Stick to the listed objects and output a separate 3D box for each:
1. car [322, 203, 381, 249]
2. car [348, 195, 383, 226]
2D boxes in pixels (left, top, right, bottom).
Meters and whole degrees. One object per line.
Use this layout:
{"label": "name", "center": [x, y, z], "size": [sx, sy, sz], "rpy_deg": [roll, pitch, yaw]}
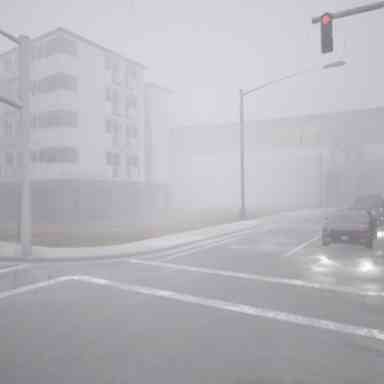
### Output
{"label": "car", "center": [7.201, 1.498, 14.996], "size": [1.882, 1.535, 5.008], "rpy_deg": [-1, 0, 32]}
{"label": "car", "center": [12.538, 1.215, 23.594], "size": [2.150, 2.045, 5.566], "rpy_deg": [-1, 0, 32]}
